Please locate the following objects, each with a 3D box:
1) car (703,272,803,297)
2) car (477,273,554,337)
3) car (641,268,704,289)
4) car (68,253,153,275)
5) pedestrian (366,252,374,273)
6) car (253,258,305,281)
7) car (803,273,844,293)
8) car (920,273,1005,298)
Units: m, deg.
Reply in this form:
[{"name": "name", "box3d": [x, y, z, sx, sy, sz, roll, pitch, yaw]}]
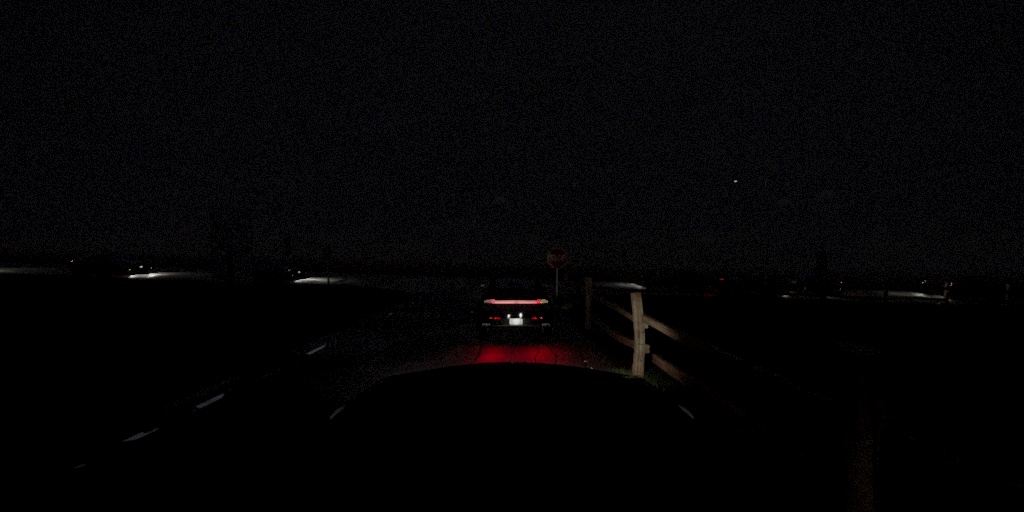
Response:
[{"name": "car", "box3d": [16.271, 1.846, 24.427, 4.902, 1.511, 2.128, 2, 3, 0]}, {"name": "car", "box3d": [0.075, 1.232, 10.328, 2.128, 1.511, 4.902, 0, 0, 0]}, {"name": "car", "box3d": [12.674, 1.651, 27.363, 5.357, 1.411, 2.033, 2, 3, 0]}, {"name": "car", "box3d": [-27.352, 0.503, 24.519, 4.181, 1.385, 1.994, 2, 3, 0]}, {"name": "pedestrian", "box3d": [-12.093, 0.521, 30.438, 0.375, 1.860, 0.375, 0, 1, 0]}, {"name": "car", "box3d": [-16.529, 0.864, 24.491, 4.181, 1.385, 1.994, 2, 3, 0]}, {"name": "car", "box3d": [22.610, 1.978, 27.334, 4.181, 1.385, 1.994, 2, 3, 0]}, {"name": "car", "box3d": [34.153, 2.118, 27.286, 4.553, 1.767, 2.097, 2, 3, 0]}]
